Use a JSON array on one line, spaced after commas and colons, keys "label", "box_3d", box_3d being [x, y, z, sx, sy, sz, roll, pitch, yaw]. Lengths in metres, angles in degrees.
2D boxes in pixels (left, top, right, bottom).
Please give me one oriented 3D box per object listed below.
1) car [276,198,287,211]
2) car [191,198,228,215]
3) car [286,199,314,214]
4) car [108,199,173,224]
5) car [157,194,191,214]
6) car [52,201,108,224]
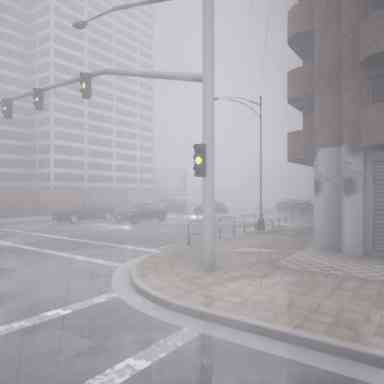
[{"label": "car", "box_3d": [11.704, 1.520, 40.670, 1.812, 1.442, 4.674, 0, 0, 35]}, {"label": "car", "box_3d": [1.933, 1.557, 33.209, 1.994, 1.385, 4.181, 0, 0, 36]}, {"label": "car", "box_3d": [11.826, 1.501, 34.758, 1.837, 1.490, 4.892, 0, 0, 35]}, {"label": "car", "box_3d": [-3.769, 1.519, 25.160, 1.812, 1.442, 4.674, 0, 0, 35]}, {"label": "car", "box_3d": [-2.489, 1.344, 33.040, 2.097, 1.767, 4.553, 0, 0, 35]}, {"label": "car", "box_3d": [-8.070, 1.470, 25.175, 1.882, 1.535, 5.008, 0, 0, 35]}]
